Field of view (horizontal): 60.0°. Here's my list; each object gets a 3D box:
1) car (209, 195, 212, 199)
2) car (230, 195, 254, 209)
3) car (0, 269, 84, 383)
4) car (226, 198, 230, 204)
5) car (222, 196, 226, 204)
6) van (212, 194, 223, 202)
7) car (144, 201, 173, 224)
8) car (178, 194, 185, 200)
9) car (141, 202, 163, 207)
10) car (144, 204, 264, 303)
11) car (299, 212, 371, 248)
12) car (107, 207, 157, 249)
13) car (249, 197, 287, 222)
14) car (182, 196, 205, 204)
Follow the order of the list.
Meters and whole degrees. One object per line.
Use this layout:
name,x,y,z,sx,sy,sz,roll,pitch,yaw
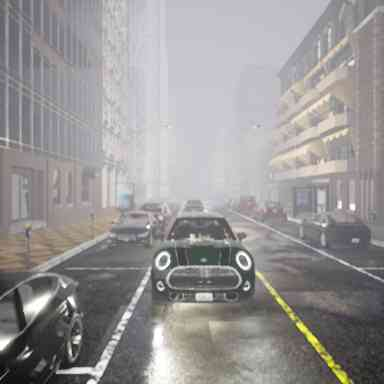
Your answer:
car,5.659,1.505,76.487,1.947,1.339,4.313,0,0,0
car,5.859,1.276,36.947,2.192,1.841,5.009,0,0,0
car,-2.351,1.562,3.014,1.947,1.339,4.313,0,0,0
car,5.830,1.537,42.596,1.802,1.307,4.206,0,0,0
car,5.801,1.532,48.245,1.802,1.307,4.206,0,0,0
van,5.686,1.281,70.838,1.690,1.788,3.998,0,0,0
car,-2.464,1.496,25.438,1.752,1.417,4.829,0,0,0
car,-2.808,1.374,93.391,1.967,1.590,4.097,0,0,0
car,-2.437,1.416,19.960,1.967,1.590,4.097,0,0,0
car,0.214,1.341,8.376,2.097,1.767,4.553,0,0,0
car,5.973,1.533,14.354,2.008,1.369,4.403,0,0,0
car,-2.407,1.533,14.311,2.008,1.369,4.403,0,0,0
car,5.915,1.411,25.650,1.967,1.590,4.097,0,0,0
car,0.191,1.442,32.237,1.882,1.535,5.008,0,0,0
